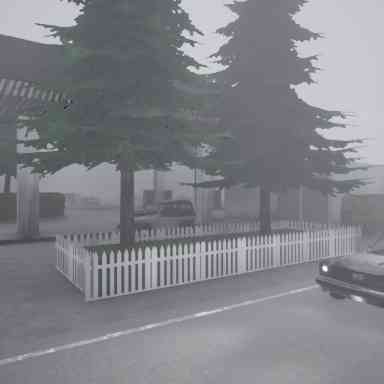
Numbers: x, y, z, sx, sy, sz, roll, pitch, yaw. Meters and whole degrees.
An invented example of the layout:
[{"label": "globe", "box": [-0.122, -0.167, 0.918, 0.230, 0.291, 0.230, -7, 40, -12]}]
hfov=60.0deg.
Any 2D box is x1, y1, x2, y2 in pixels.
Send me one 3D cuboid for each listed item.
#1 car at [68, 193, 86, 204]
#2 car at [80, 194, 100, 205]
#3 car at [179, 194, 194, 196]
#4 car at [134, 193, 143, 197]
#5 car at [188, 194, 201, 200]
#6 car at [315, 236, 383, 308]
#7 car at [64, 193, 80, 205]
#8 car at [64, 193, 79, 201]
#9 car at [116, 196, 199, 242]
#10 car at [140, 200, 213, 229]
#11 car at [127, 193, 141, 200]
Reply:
[{"label": "car", "box": [-20.871, 1.097, 60.237, 1.932, 1.855, 4.605, 0, 0, -34]}, {"label": "car", "box": [-16.171, 1.361, 53.180, 1.970, 1.475, 3.806, 0, 0, -34]}, {"label": "car", "box": [-1.715, 1.319, 71.967, 1.845, 1.501, 3.633, 0, 0, -34]}, {"label": "car", "box": [-10.080, 1.298, 66.501, 2.007, 1.523, 4.514, 0, 0, -34]}, {"label": "car", "box": [0.648, 1.374, 95.582, 1.845, 1.501, 3.633, 0, 0, -34]}, {"label": "car", "box": [4.828, 1.601, 7.153, 4.718, 1.301, 1.895, 0, 0, -33]}, {"label": "car", "box": [-19.283, 1.077, 51.859, 1.905, 1.878, 3.866, 0, 0, -34]}, {"label": "car", "box": [-27.821, 1.153, 76.477, 2.152, 1.636, 5.027, 0, 0, -34]}, {"label": "car", "box": [-1.524, 1.313, 16.060, 3.866, 1.878, 1.905, 0, 0, -34]}, {"label": "car", "box": [-1.021, 1.480, 23.174, 4.611, 1.667, 2.242, 0, 0, -34]}, {"label": "car", "box": [-14.942, 1.097, 85.465, 1.932, 1.855, 4.605, 0, 0, -34]}]
